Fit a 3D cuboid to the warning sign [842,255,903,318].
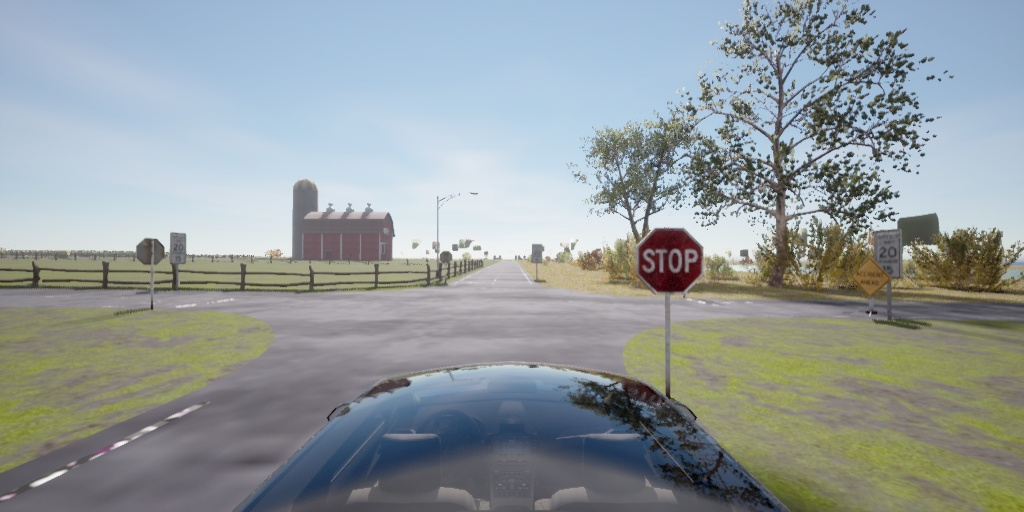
[{"bbox_3d":[11.501,0.973,11.470,1.060,1.860,1.300,0,0,0],"label":"warning sign"}]
